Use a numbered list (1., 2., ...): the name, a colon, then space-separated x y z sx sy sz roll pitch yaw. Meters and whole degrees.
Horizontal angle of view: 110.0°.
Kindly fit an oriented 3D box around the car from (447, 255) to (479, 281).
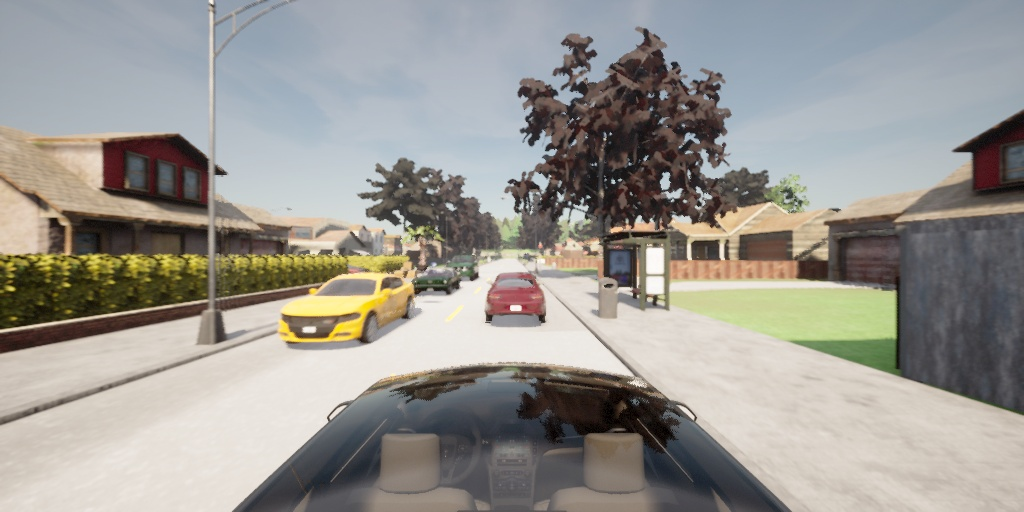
1. car: -3.968 0.929 29.557 2.150 2.045 5.566 0 0 0

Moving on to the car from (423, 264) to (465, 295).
1. car: -3.973 1.323 19.638 1.895 1.301 4.718 0 0 0

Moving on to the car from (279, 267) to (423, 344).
1. car: -4.087 1.214 9.737 1.882 1.535 5.008 0 0 0

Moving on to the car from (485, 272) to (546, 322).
1. car: 0.110 1.261 12.099 1.812 1.442 4.674 0 0 0
